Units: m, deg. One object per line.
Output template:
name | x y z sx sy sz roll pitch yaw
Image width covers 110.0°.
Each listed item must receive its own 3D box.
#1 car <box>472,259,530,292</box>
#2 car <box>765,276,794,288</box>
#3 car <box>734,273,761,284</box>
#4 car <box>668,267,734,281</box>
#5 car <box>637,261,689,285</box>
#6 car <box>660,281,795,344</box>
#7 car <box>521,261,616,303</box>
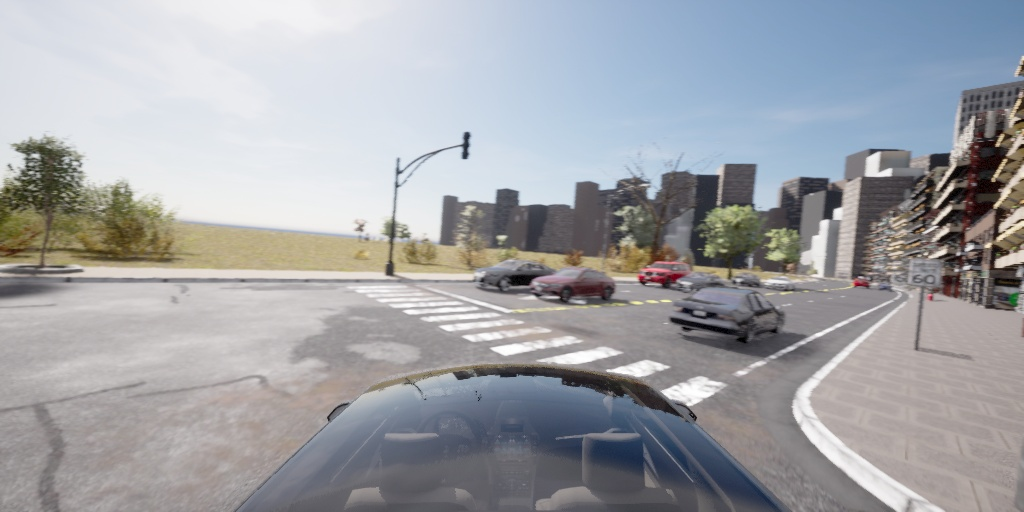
car | 0.266 0.938 18.467 4.902 1.511 2.128 4 2 -41
car | 29.249 2.976 39.047 4.674 1.442 1.812 4 1 -41
car | 27.262 2.734 41.610 4.902 1.511 2.128 4 2 -41
car | 13.577 1.904 25.690 4.902 1.511 2.128 4 2 -41
car | 12.422 1.468 28.949 5.566 2.045 2.150 4 2 -41
car | 6.892 1.701 11.228 5.357 1.411 2.033 4 2 -41
car | 2.936 1.238 16.494 4.674 1.442 1.812 4 2 -39
